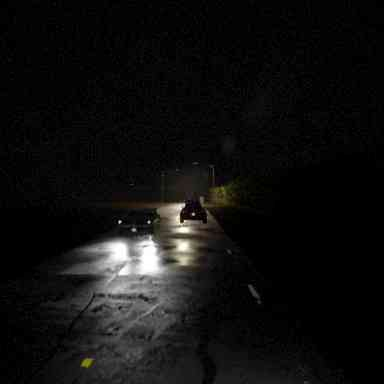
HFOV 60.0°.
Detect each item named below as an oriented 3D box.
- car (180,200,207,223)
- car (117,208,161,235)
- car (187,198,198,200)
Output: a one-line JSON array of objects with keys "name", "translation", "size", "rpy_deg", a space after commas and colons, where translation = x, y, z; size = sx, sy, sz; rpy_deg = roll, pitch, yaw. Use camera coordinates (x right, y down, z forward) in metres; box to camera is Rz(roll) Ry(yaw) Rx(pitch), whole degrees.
[{"name": "car", "translation": [0.096, 1.537, 25.439], "size": [1.994, 1.385, 4.181], "rpy_deg": [0, 0, 0]}, {"name": "car", "translation": [-2.850, 1.574, 18.622], "size": [1.895, 1.301, 4.718], "rpy_deg": [0, 0, 0]}, {"name": "car", "translation": [0.095, 1.491, 42.077], "size": [1.882, 1.535, 5.008], "rpy_deg": [0, 0, 0]}]
